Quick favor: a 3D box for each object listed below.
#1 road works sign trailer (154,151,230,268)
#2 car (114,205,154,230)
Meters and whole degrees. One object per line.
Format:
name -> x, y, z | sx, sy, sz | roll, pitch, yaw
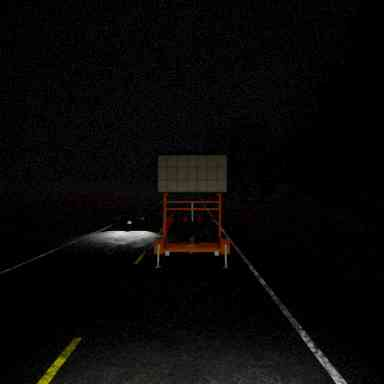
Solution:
road works sign trailer -> 0.015, 0.444, 11.194 | 2.380, 3.560, 2.880 | 0, 0, 1
car -> -3.493, 1.499, 20.551 | 1.994, 1.385, 4.181 | 0, 0, 0
